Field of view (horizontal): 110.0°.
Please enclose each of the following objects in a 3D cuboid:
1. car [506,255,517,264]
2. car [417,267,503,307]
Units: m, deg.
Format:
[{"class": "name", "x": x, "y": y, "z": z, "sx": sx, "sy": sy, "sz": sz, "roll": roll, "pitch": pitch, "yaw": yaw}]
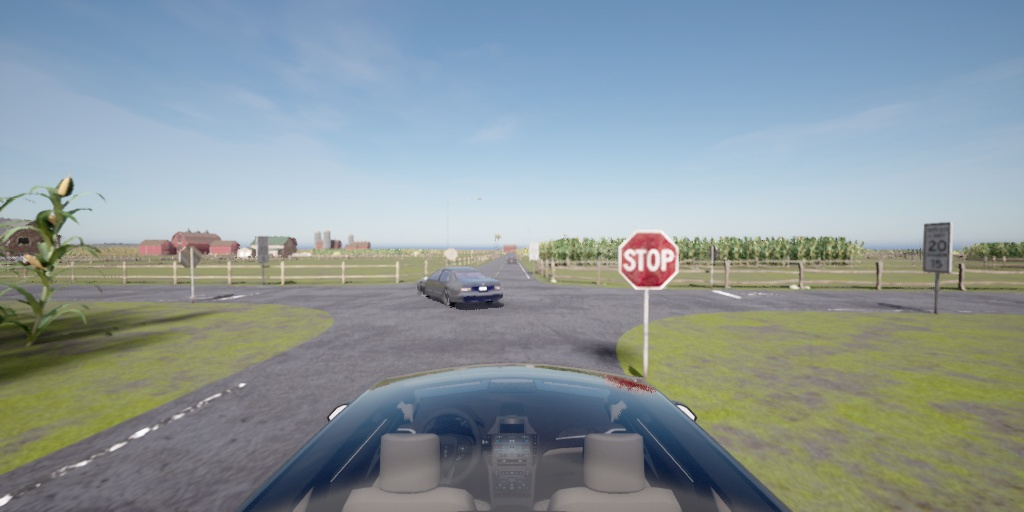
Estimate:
[{"class": "car", "x": -0.038, "y": 0.641, "z": 63.503, "sx": 2.128, "sy": 1.511, "sz": 4.902, "roll": 0, "pitch": 1, "yaw": 0}, {"class": "car", "x": -2.346, "y": 1.176, "z": 14.874, "sx": 2.033, "sy": 1.411, "sz": 5.357, "roll": 0, "pitch": 1, "yaw": -31}]
